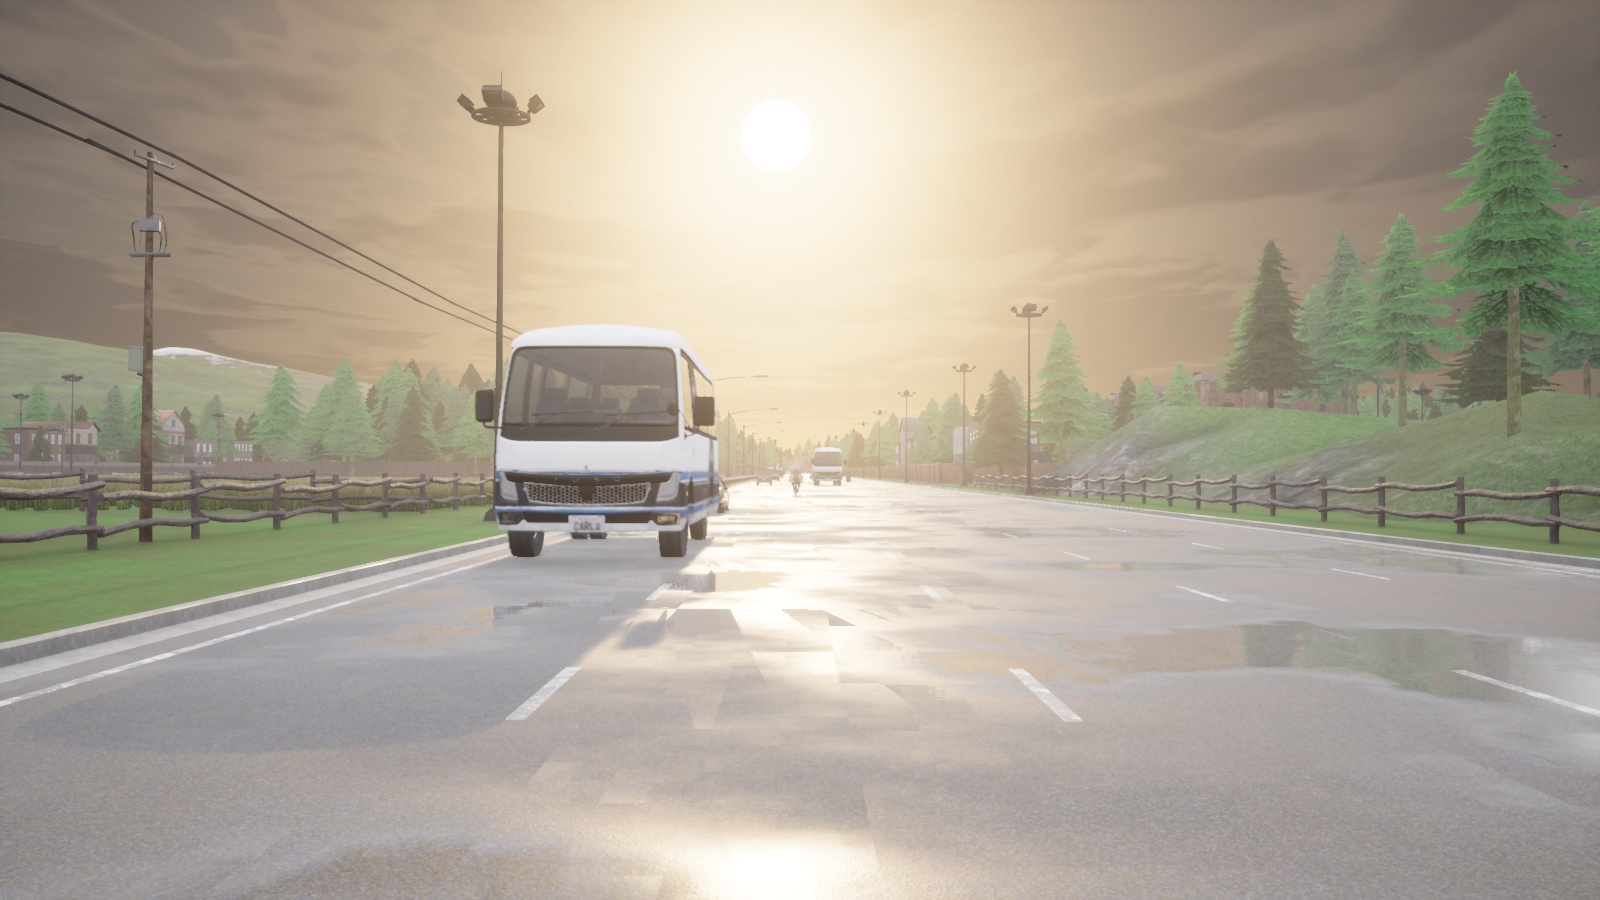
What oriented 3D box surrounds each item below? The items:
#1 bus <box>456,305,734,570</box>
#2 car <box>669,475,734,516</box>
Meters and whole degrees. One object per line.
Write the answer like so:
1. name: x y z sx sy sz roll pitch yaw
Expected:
1. bus: -3.578 -0.123 25.359 3.944 4.253 10.273 0 -1 0
2. car: -3.634 1.667 47.213 2.033 1.411 5.357 0 -1 0
